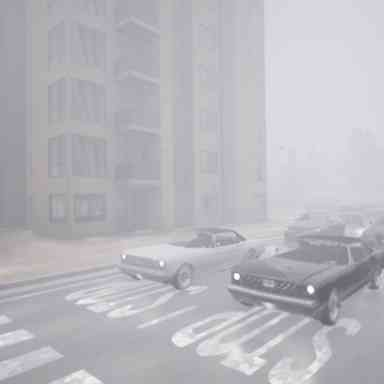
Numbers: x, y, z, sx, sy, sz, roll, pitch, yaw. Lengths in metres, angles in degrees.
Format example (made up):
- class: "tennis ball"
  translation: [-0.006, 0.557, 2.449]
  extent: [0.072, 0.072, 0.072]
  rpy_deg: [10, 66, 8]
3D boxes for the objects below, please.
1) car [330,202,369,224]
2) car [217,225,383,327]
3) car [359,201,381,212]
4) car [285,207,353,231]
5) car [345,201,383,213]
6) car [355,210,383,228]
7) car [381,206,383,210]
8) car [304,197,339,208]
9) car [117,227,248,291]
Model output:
- class: "car"
  translation: [11.804, 1.748, 25.202]
  extent: [1.837, 1.490, 4.892]
  rpy_deg: [-1, -1, 20]
- class: "car"
  translation: [2.827, 1.686, 7.464]
  extent: [1.895, 1.301, 4.718]
  rpy_deg: [-2, -1, 42]
- class: "car"
  translation: [17.049, 1.781, 31.709]
  extent: [1.837, 1.490, 4.892]
  rpy_deg: [-1, -1, 8]
- class: "car"
  translation: [6.287, 1.708, 16.635]
  extent: [1.812, 1.442, 4.674]
  rpy_deg: [-1, -1, 40]
- class: "car"
  translation: [23.118, 1.925, 44.802]
  extent: [1.812, 1.442, 4.674]
  rpy_deg: [0, -1, -16]
- class: "car"
  translation: [8.607, 1.677, 14.060]
  extent: [1.994, 1.385, 4.181]
  rpy_deg: [-1, -1, 40]
- class: "car"
  translation: [14.194, 1.730, 22.230]
  extent: [1.994, 1.385, 4.181]
  rpy_deg: [-1, -1, 24]
- class: "car"
  translation: [18.432, 1.722, 47.411]
  extent: [2.150, 2.045, 5.566]
  rpy_deg: [0, -1, -22]
- class: "car"
  translation: [0.207, 1.756, 9.775]
  extent: [1.895, 1.301, 4.718]
  rpy_deg: [-2, -1, 42]
